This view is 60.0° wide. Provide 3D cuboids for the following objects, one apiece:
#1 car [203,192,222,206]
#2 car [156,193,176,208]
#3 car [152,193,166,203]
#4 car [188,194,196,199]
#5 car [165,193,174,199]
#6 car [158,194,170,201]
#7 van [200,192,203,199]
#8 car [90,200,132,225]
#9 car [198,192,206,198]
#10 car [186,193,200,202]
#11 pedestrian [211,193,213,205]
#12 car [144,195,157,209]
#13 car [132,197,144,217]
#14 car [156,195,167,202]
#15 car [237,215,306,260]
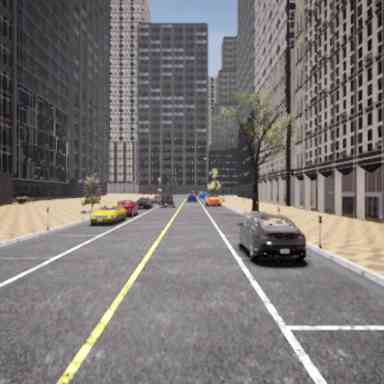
[{"bbox_3d":[2.994,1.049,47.274,2.097,1.767,4.553,0,0,0],"label":"car"},{"bbox_3d":[-3.098,1.236,41.857,1.837,1.490,4.892,0,1,0],"label":"car"},{"bbox_3d":[-5.689,1.074,56.971,1.967,1.590,4.097,1,0,0],"label":"car"},{"bbox_3d":[-0.011,1.041,80.681,1.895,1.301,4.718,0,0,0],"label":"car"},{"bbox_3d":[-5.694,1.013,85.185,1.947,1.339,4.313,1,0,0],"label":"car"},{"bbox_3d":[-5.692,1.126,68.257,1.947,1.339,4.313,1,0,0],"label":"car"},{"bbox_3d":[2.691,0.826,79.535,1.690,1.788,3.998,1,0,0],"label":"van"},{"bbox_3d":[-5.685,1.380,22.946,1.752,1.417,4.829,1,0,0],"label":"car"},{"bbox_3d":[2.687,0.850,90.819,1.967,1.590,4.097,1,0,0],"label":"car"},{"bbox_3d":[-0.009,1.136,60.587,1.812,1.442,4.674,0,0,0],"label":"car"},{"bbox_3d":[2.994,0.973,50.088,0.375,1.860,0.375,1,0,0],"label":"pedestrian"},{"bbox_3d":[-5.688,1.311,40.044,1.947,1.339,4.313,1,0,0],"label":"car"},{"bbox_3d":[-5.686,1.362,28.759,1.887,1.381,4.507,1,0,0],"label":"car"},{"bbox_3d":[-5.691,1.179,62.614,1.802,1.307,4.206,1,0,0],"label":"car"},{"bbox_3d":[2.697,1.476,11.843,2.008,1.369,4.403,1,0,0],"label":"car"}]
